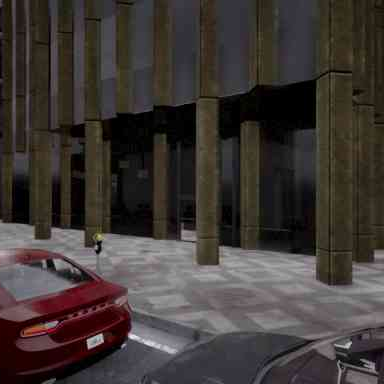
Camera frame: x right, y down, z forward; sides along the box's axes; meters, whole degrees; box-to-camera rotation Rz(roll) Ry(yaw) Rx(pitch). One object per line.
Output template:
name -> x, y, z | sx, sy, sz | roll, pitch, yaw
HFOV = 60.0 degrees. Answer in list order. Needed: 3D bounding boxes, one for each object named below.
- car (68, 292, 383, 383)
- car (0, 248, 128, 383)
car -> 1.517, 1.551, 1.876 | 4.403, 1.369, 2.008 | 0, 0, 36
car -> -2.898, 1.545, 5.051 | 4.507, 1.381, 1.887 | 0, 0, 36
